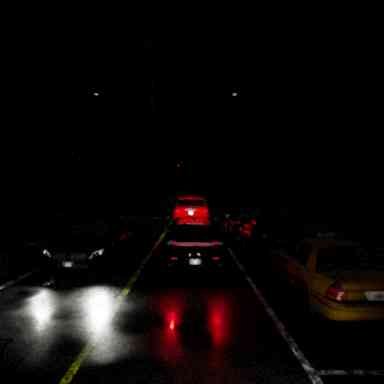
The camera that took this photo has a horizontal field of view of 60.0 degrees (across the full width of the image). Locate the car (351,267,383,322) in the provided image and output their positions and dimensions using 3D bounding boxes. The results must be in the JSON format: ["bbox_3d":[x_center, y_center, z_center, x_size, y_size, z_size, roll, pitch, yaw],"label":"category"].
[{"bbox_3d":[2.861,1.556,1.595,2.008,1.369,4.403,-1,0,0],"label":"car"}]

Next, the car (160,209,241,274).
[{"bbox_3d":[0.074,1.516,10.616,2.128,1.511,4.902,0,0,0],"label":"car"}]

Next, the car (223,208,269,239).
[{"bbox_3d":[2.825,1.626,18.352,1.802,1.307,4.206,-1,0,0],"label":"car"}]

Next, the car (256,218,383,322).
[{"bbox_3d":[2.849,1.544,7.350,1.752,1.417,4.829,-1,0,0],"label":"car"}]

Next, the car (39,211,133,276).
[{"bbox_3d":[-3.079,1.551,10.606,1.812,1.442,4.674,0,0,0],"label":"car"}]

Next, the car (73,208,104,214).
[{"bbox_3d":[-5.720,1.588,18.331,1.887,1.381,4.507,-1,0,0],"label":"car"}]

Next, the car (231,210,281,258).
[{"bbox_3d":[2.837,1.597,12.767,1.947,1.339,4.313,-1,0,0],"label":"car"}]

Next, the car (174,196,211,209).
[{"bbox_3d":[0.020,1.272,21.283,2.150,2.045,5.566,0,0,2],"label":"car"}]
